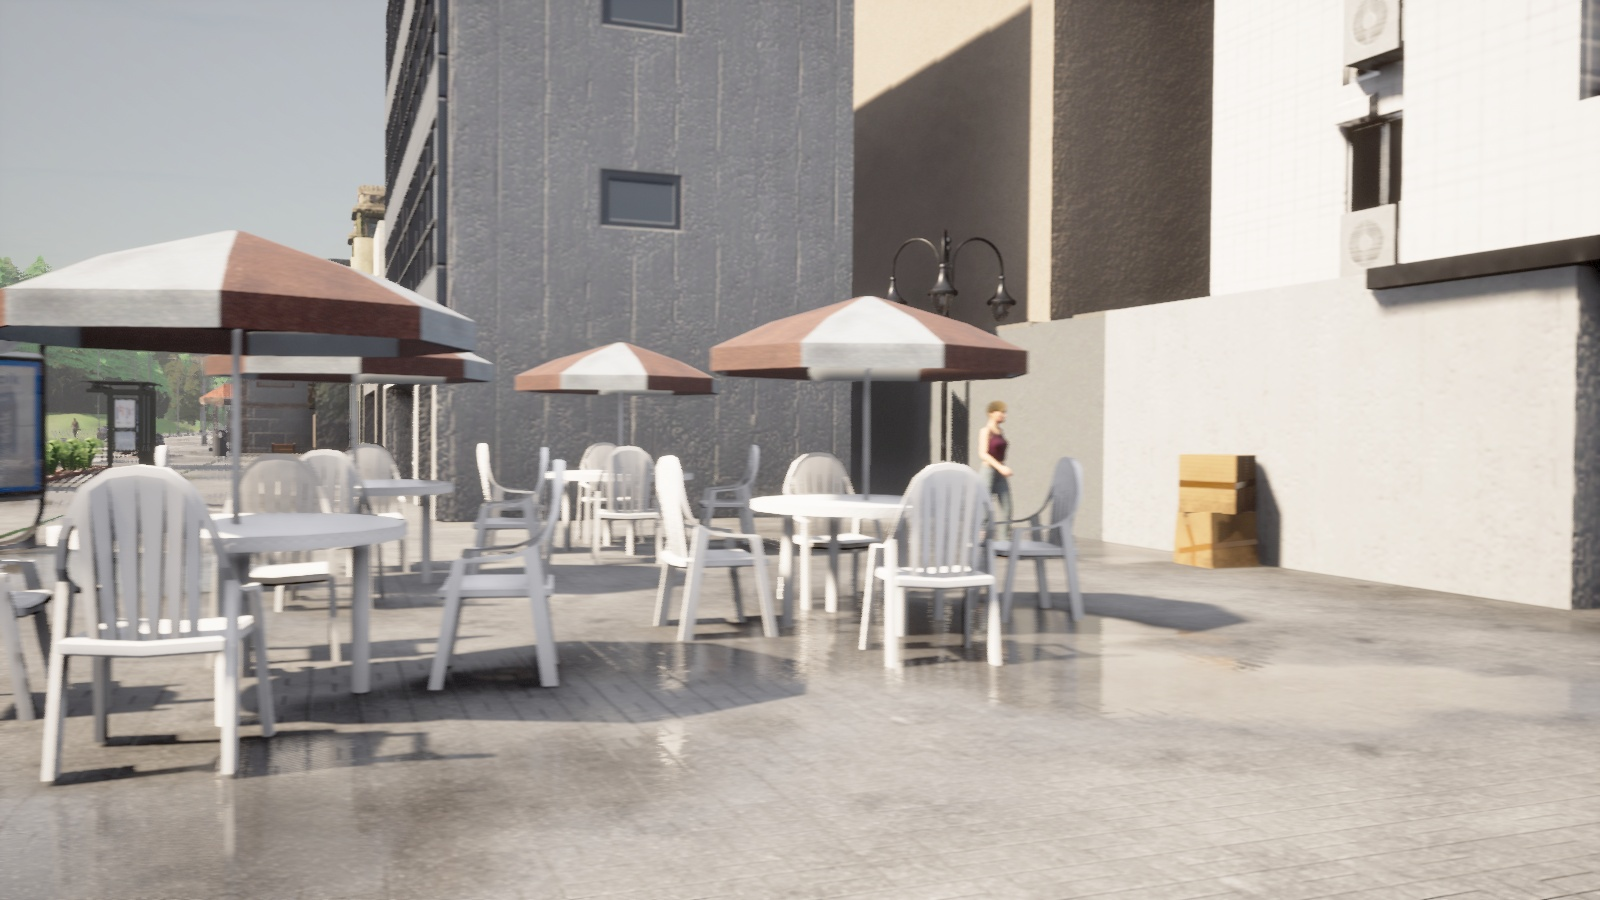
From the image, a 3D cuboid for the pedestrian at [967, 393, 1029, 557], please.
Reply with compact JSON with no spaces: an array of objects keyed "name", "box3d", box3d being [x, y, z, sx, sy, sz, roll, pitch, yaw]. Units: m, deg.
[{"name":"pedestrian","box3d":[2.260,0.275,14.361,0.345,1.836,0.594,-1,1,-43]}]
